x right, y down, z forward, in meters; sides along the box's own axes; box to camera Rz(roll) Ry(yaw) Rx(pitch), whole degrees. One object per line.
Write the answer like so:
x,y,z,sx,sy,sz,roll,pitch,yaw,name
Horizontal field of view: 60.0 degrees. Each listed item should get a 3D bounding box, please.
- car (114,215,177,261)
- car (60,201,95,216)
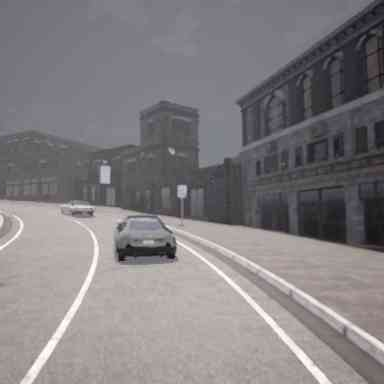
-1.862,1.547,12.424,1.994,1.385,4.181,1,0,-14,car
-10.574,1.459,30.465,1.895,1.301,4.718,3,-1,-37,car
